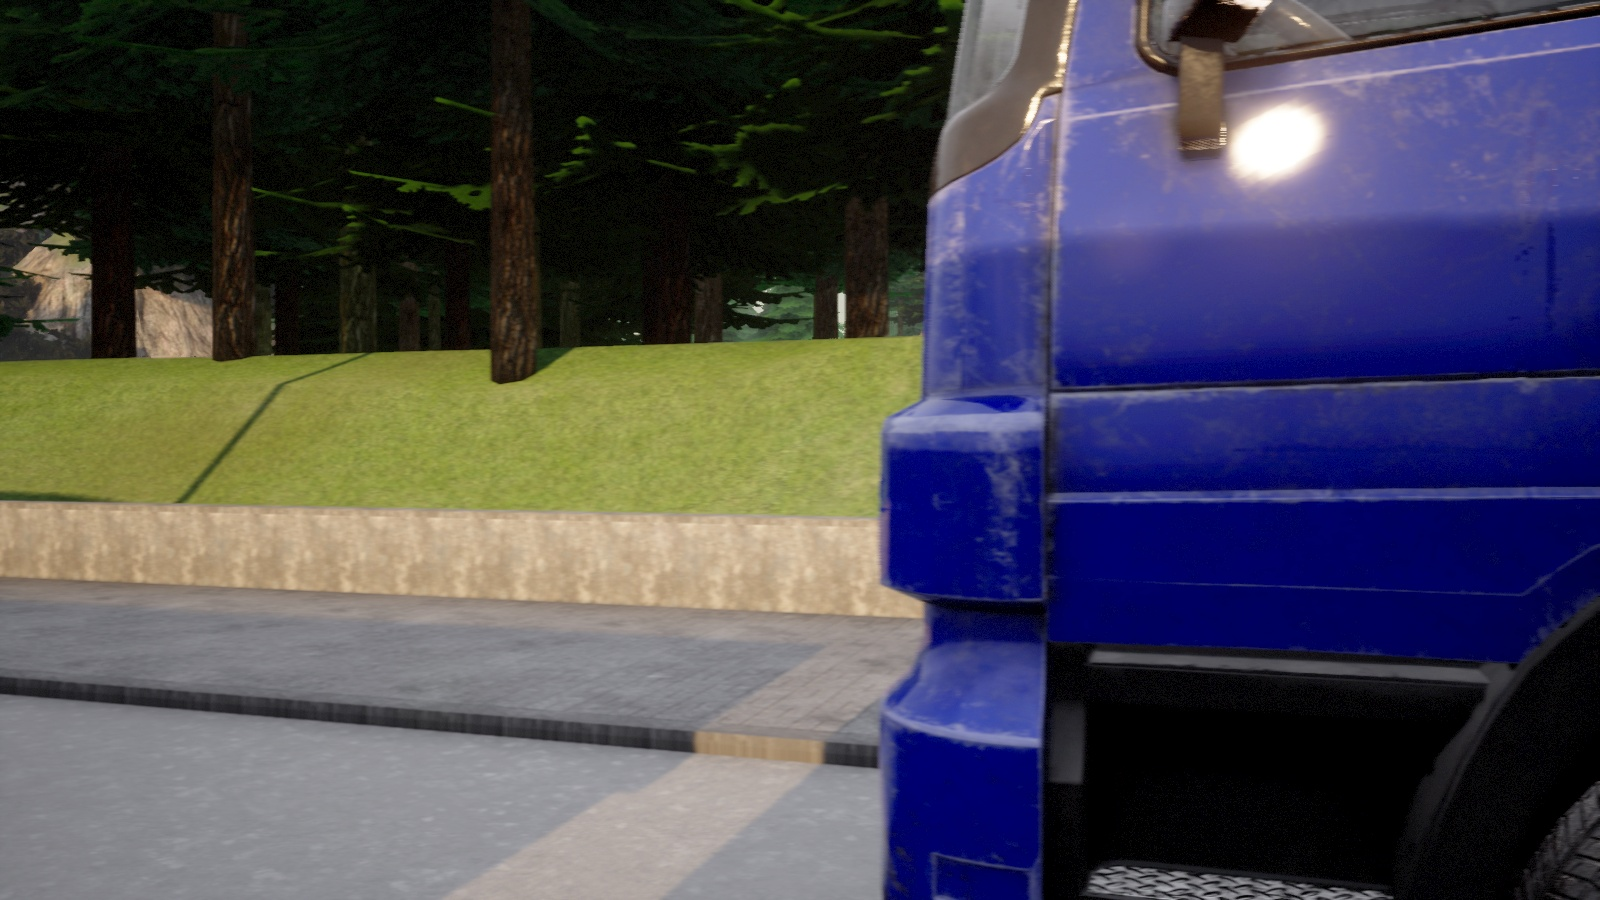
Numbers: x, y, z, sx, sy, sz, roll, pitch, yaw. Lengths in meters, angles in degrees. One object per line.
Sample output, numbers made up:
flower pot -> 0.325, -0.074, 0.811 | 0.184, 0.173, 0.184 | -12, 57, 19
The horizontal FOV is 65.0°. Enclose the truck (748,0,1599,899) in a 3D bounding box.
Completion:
truck -> 4.132, -0.177, 2.316 | 7.936, 3.462, 2.891 | 1, 1, 19
